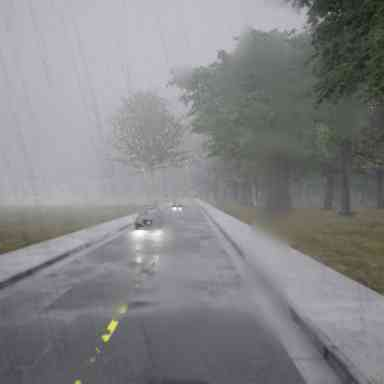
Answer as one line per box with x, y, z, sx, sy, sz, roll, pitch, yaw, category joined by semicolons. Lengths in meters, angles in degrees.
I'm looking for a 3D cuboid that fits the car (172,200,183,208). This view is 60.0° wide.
-2.773;2.241;64.317;2.128;1.511;4.902;0;-1;0;car

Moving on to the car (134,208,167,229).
-2.850;1.844;23.775;1.994;1.385;4.181;0;-1;0;car

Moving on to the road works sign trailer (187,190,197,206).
-0.006;1.321;74.376;2.380;3.560;2.880;0;-1;0;road works sign trailer
